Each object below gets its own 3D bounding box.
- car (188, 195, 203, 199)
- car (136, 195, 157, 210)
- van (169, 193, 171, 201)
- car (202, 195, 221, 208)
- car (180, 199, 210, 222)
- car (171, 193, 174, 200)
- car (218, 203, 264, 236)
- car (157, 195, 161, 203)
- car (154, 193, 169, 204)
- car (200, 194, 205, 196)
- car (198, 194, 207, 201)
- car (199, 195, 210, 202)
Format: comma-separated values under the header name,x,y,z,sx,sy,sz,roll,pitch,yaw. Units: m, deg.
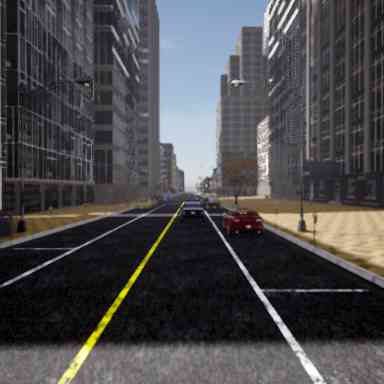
name,x,y,z,sx,sy,sz,roll,pitch,yaw
car,0.046,1.456,42.866,1.994,1.385,4.181,0,0,0
car,-5.749,1.429,40.300,1.752,1.417,4.829,-1,0,0
van,-5.789,1.165,68.676,1.690,1.788,3.998,-1,0,0
car,2.632,1.447,40.500,2.008,1.369,4.403,-1,0,0
car,0.070,1.485,25.628,2.033,1.411,5.357,0,0,0
car,-5.796,1.123,74.318,2.192,1.841,5.009,-1,0,0
car,2.662,1.499,17.930,1.887,1.381,4.507,-1,0,0
car,-5.756,1.470,46.111,1.802,1.307,4.206,-1,0,0
car,-5.774,1.171,57.393,2.192,1.841,5.009,-1,0,0
car,2.610,1.400,57.429,2.008,1.369,4.403,-1,0,0
car,2.578,1.225,79.999,1.967,1.590,4.097,-1,0,0
car,2.594,1.368,68.714,2.008,1.369,4.403,-1,0,0
